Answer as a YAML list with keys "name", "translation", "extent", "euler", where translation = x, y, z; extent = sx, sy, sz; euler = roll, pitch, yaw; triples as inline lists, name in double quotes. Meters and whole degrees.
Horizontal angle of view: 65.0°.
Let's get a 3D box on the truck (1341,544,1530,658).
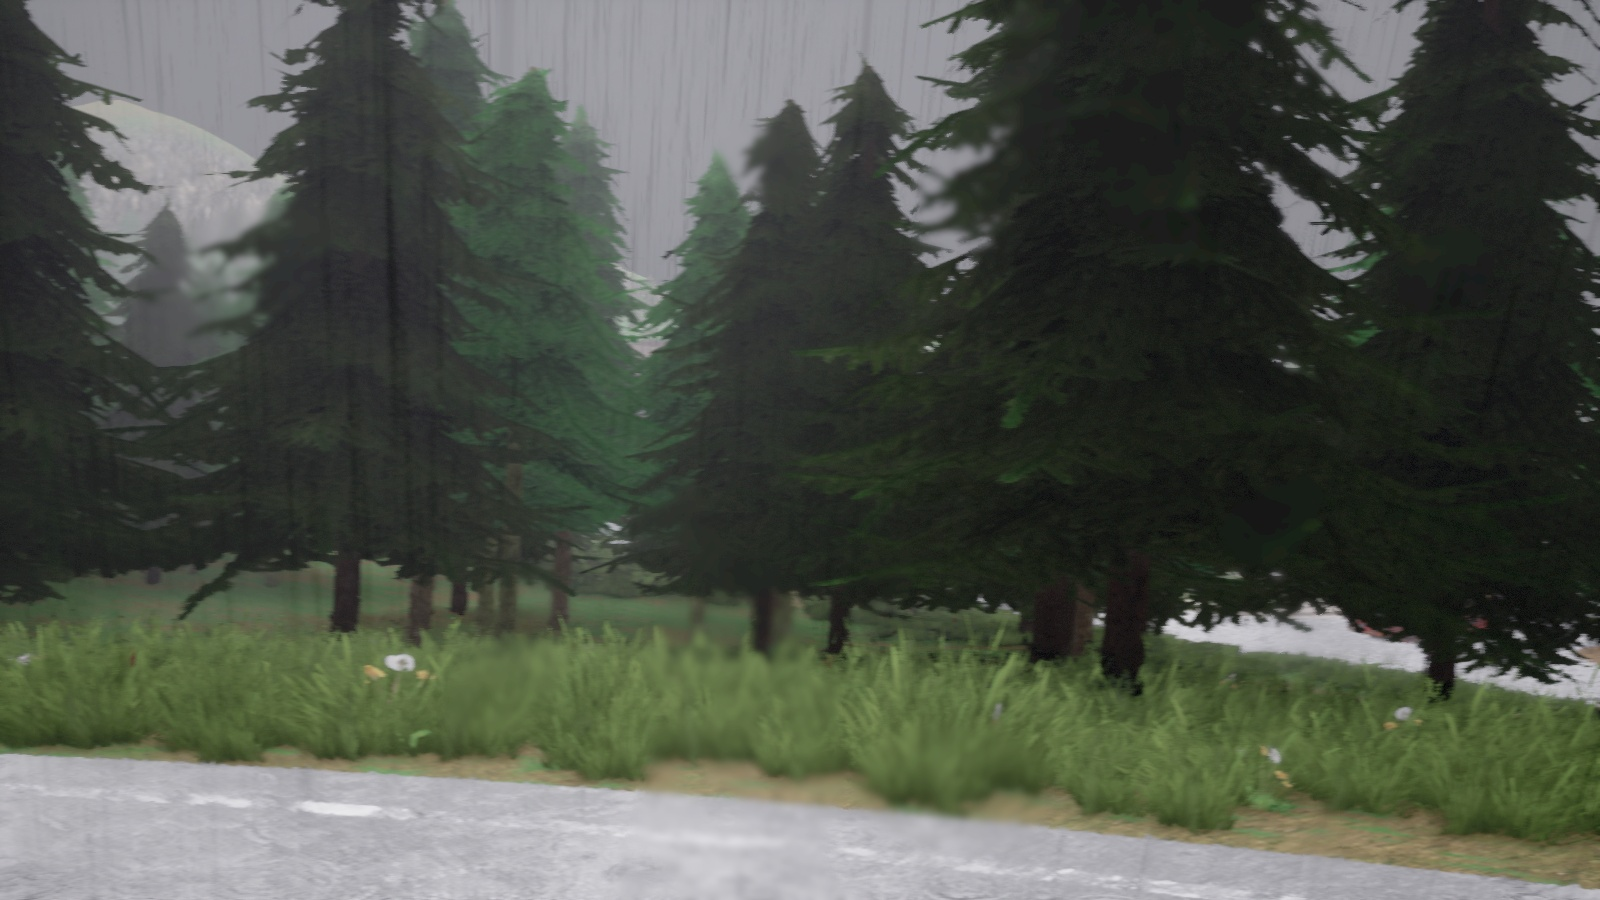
- name: "truck"
  translation: [26.118, 6.035, 51.458]
  extent: [8.468, 3.827, 2.891]
  euler: [2, 3, -34]
